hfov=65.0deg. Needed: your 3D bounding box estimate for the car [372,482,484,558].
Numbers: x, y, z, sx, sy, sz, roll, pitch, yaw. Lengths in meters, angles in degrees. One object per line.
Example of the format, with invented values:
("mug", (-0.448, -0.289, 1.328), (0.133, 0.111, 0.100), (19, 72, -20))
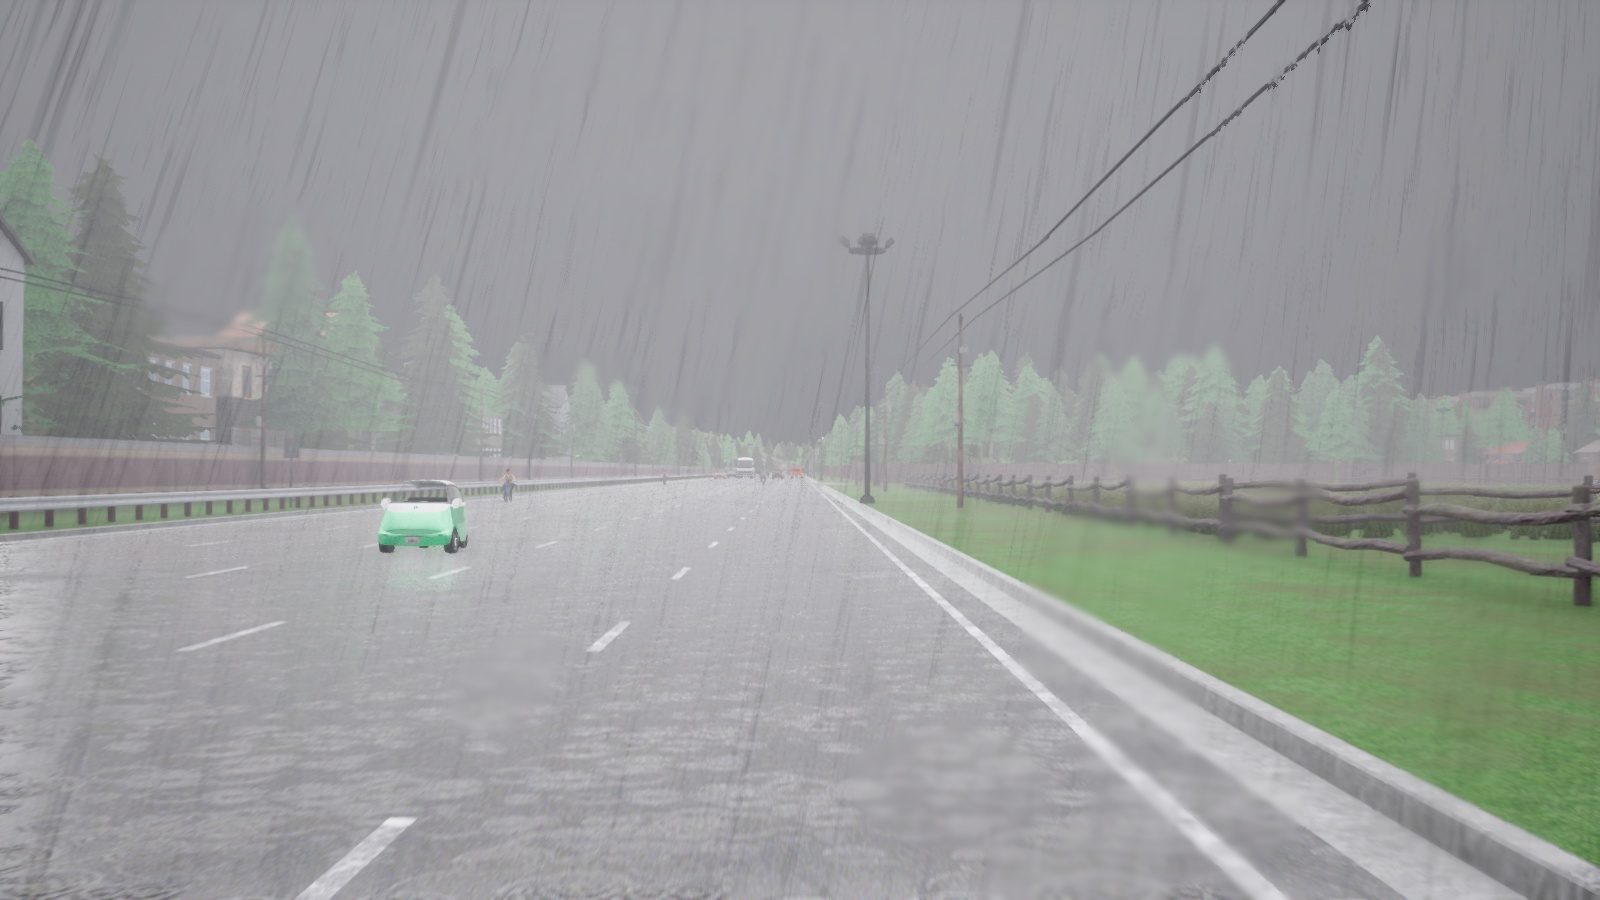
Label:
("car", (-7.058, 1.299, 23.977), (1.481, 1.376, 2.207), (0, -1, 0))
